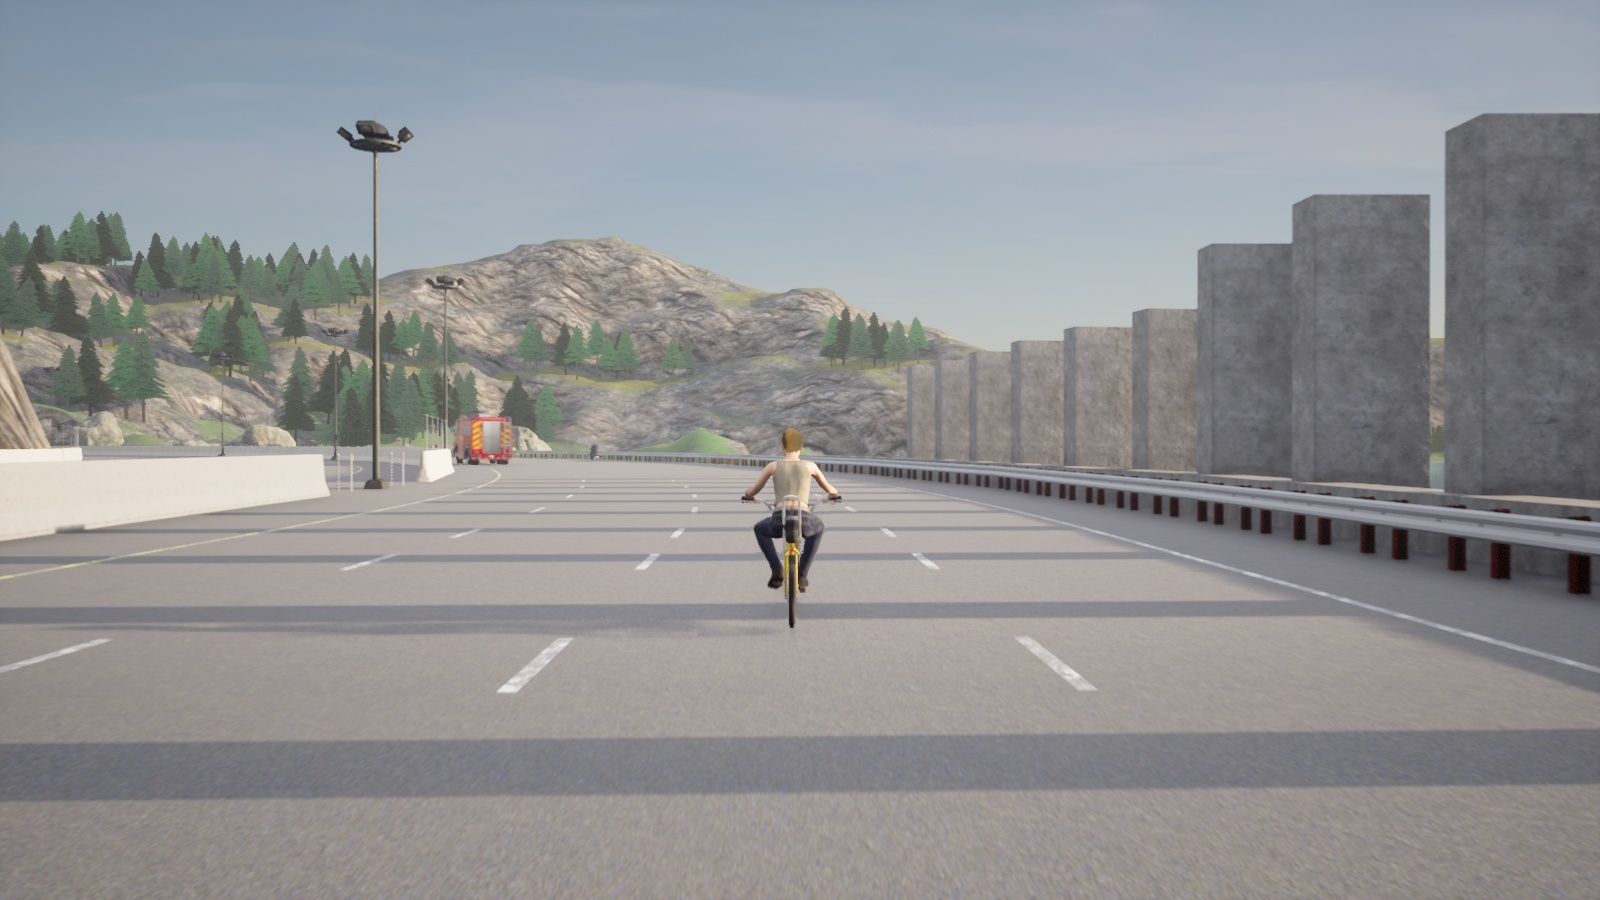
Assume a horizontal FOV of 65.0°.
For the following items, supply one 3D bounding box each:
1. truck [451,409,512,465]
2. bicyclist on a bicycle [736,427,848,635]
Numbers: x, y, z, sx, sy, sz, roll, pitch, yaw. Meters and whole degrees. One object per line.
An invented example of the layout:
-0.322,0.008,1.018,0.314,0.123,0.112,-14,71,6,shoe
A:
-23.153,-0.931,90.939,2.891,3.827,8.468,0,0,-24,truck
-0.070,0.626,10.497,0.866,1.612,1.509,0,0,-1,bicyclist on a bicycle
